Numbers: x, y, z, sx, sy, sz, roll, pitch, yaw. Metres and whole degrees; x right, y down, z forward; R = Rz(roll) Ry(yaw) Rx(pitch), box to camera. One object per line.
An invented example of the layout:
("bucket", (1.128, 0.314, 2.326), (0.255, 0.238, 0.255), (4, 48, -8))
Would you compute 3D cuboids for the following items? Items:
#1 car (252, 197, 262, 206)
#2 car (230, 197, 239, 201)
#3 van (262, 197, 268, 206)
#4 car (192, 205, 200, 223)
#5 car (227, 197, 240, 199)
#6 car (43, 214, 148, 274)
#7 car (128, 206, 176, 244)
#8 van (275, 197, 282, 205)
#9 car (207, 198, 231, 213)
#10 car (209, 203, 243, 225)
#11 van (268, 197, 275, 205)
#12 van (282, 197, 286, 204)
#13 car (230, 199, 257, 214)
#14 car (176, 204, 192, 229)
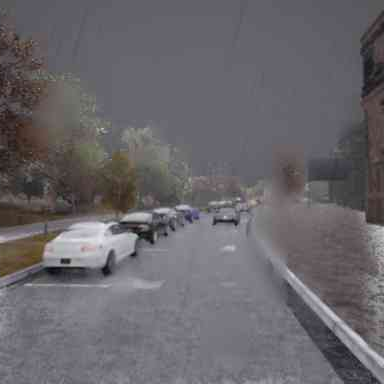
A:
("car", (11.549, 2.191, 65.576), (1.946, 1.575, 5.366), (-4, -2, 27))
("car", (5.058, 2.031, 49.910), (2.231, 1.521, 4.892), (-4, -1, 19))
("van", (14.013, 2.033, 70.515), (1.878, 1.987, 4.442), (-4, -2, 25))
("car", (-0.586, 1.808, 29.041), (2.097, 1.535, 5.008), (-1, 0, 11))
("car", (6.999, 1.830, 55.192), (2.435, 2.045, 5.566), (-4, -2, 21))
("car", (-3.083, 1.667, 10.951), (2.002, 1.452, 4.674), (-1, -1, 5))
("car", (-2.458, 1.701, 17.154), (2.097, 1.535, 5.008), (-1, 0, 7))
("van", (19.593, 2.173, 80.207), (1.878, 1.987, 4.442), (-4, -2, 31))
("car", (3.301, 1.979, 44.602), (2.231, 1.521, 4.892), (-4, -1, 18))
("car", (2.793, 1.840, 26.472), (1.994, 1.385, 4.181), (0, -1, 10))
("van", (16.721, 2.101, 75.410), (1.878, 1.987, 4.442), (-4, -2, 30))
("van", (22.615, 2.249, 84.897), (1.878, 1.987, 4.442), (-4, -2, 32))
("car", (6.565, 1.975, 42.113), (2.033, 1.411, 5.357), (-1, -1, 16))
("car", (-1.704, 1.747, 22.813), (2.231, 1.521, 4.892), (-1, 0, 10))
